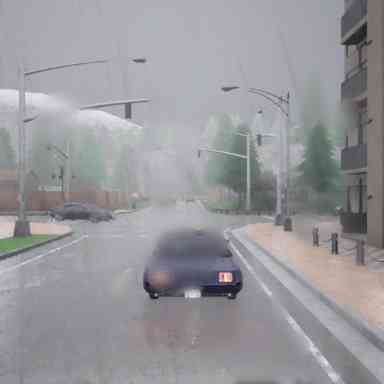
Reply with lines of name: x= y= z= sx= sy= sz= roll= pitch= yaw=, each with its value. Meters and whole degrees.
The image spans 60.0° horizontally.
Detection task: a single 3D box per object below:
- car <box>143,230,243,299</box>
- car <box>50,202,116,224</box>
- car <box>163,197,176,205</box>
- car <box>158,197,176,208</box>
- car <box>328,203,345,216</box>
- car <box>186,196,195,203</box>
car: x=0.026 y=1.601 z=8.381 sx=1.895 sy=1.301 sz=4.718 roll=0 pitch=0 yaw=0
car: x=-7.943 y=1.487 z=24.371 sx=4.902 sy=1.511 sz=2.128 roll=0 pitch=0 yaw=16
car: x=-3.816 y=1.564 z=57.886 sx=1.994 sy=1.385 sz=4.181 roll=0 pitch=0 yaw=1
car: x=-3.790 y=1.547 z=47.897 sx=2.033 sy=1.411 sz=5.357 roll=0 pitch=0 yaw=0
car: x=14.709 y=1.367 z=29.892 sx=4.553 sy=1.767 sz=2.097 roll=0 pitch=0 yaw=-1
car: x=-0.305 y=1.547 z=68.230 sx=2.033 sy=1.411 sz=5.357 roll=0 pitch=0 yaw=0
